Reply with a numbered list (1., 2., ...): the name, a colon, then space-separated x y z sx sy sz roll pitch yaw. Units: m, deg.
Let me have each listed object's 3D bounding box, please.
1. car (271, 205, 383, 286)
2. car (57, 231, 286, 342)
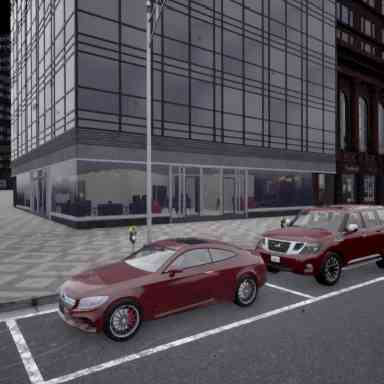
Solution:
1. car: 4.074 1.315 9.578 5.009 1.841 2.192 0 0 -36
2. car: -0.338 1.582 6.419 4.206 1.307 1.802 0 0 -36
